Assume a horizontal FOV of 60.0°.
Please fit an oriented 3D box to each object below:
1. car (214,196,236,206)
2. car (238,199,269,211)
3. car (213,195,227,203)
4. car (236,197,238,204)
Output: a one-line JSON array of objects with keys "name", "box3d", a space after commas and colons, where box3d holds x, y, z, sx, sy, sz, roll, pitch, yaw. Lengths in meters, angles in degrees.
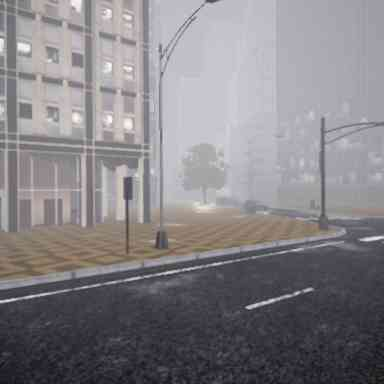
[{"name": "car", "box3d": [5.486, 1.535, 56.754, 1.882, 1.535, 5.008, 0, -1, -7]}, {"name": "car", "box3d": [7.621, 1.538, 40.414, 2.033, 1.411, 5.357, 0, 0, -8]}, {"name": "car", "box3d": [6.255, 1.538, 74.336, 2.128, 1.511, 4.902, 0, 0, -8]}, {"name": "car", "box3d": [7.623, 1.558, 64.009, 2.128, 1.511, 4.902, 0, 0, -8]}]
